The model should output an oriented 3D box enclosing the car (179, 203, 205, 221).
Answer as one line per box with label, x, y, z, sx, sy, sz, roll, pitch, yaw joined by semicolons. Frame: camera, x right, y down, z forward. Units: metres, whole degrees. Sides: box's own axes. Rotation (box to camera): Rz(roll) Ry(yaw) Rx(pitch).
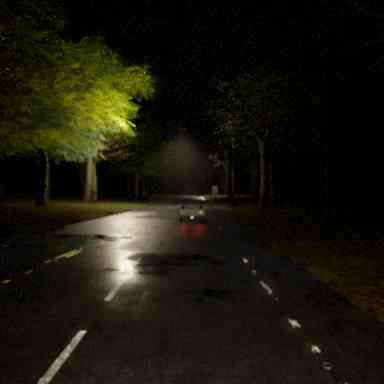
car;-0.008;1.528;26.309;1.895;1.301;4.718;0;0;0
